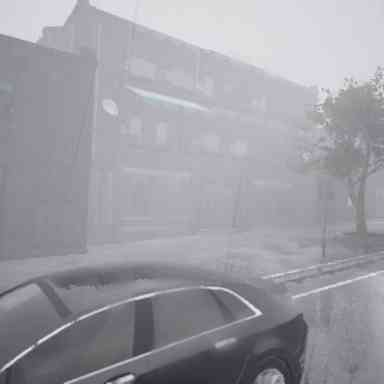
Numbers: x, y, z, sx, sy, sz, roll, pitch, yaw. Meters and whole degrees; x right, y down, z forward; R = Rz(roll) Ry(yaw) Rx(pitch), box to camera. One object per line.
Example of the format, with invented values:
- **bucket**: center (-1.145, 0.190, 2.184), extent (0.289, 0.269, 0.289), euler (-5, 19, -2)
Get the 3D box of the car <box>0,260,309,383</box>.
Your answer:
- **car**: center (-0.964, 1.506, 2.996), extent (4.892, 1.490, 1.837), euler (0, 0, -35)
